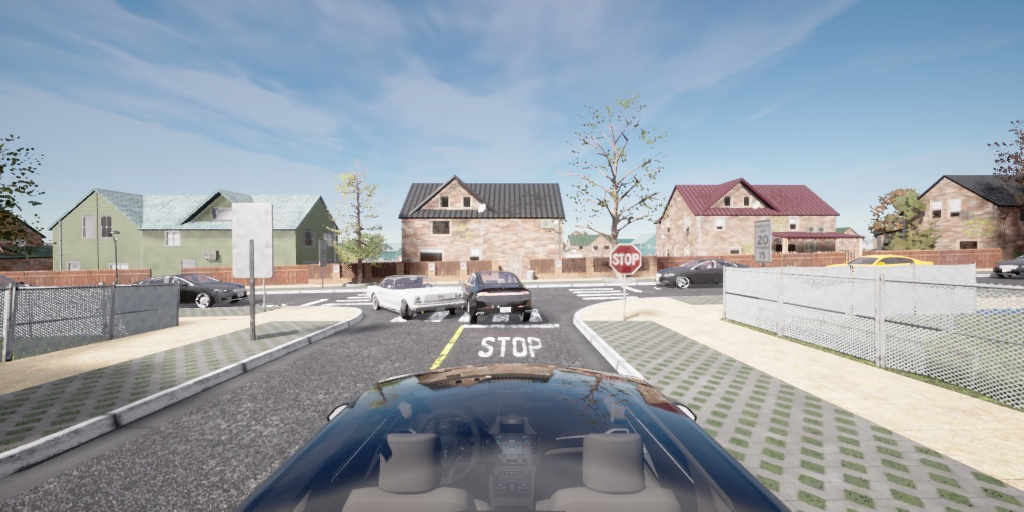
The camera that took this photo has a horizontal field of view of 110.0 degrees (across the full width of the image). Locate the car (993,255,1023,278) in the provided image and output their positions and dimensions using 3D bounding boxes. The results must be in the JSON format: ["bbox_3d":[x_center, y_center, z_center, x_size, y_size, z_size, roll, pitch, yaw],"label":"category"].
[{"bbox_3d":[29.396,0.478,19.525,4.902,1.511,2.128,-1,1,0],"label":"car"}]

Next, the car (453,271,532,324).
[{"bbox_3d":[-0.679,1.242,12.060,2.128,1.511,4.902,0,0,-12],"label":"car"}]

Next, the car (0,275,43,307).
[{"bbox_3d":[-24.231,1.647,16.388,4.553,1.767,2.097,-1,1,0],"label":"car"}]

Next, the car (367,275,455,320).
[{"bbox_3d":[-3.596,1.367,12.921,1.895,1.301,4.718,0,0,-38],"label":"car"}]

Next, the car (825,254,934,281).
[{"bbox_3d":[19.772,0.690,19.493,5.008,1.535,1.882,-1,1,0],"label":"car"}]

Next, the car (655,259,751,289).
[{"bbox_3d":[10.341,0.925,19.462,4.902,1.511,2.128,-1,1,0],"label":"car"}]

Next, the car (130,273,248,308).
[{"bbox_3d":[-14.893,1.566,16.423,4.902,1.511,2.128,-1,1,0],"label":"car"}]
